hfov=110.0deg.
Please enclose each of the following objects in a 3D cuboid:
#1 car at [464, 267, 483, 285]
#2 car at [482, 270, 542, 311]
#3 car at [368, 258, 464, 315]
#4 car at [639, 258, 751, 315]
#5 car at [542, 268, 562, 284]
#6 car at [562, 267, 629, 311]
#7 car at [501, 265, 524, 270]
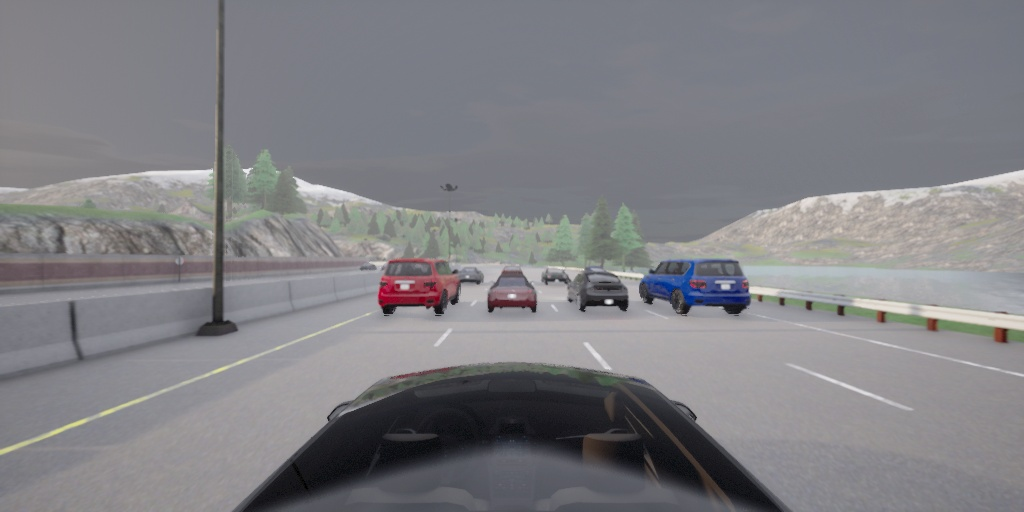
[{"bbox_3d":[-3.485,1.628,30.163,1.994,1.385,4.181,0,-1,0],"label":"car"},{"bbox_3d":[0.018,1.463,15.215,1.994,1.385,4.181,0,-1,0],"label":"car"},{"bbox_3d":[-3.490,1.115,14.406,2.150,2.045,5.566,0,0,0],"label":"car"},{"bbox_3d":[7.010,1.115,14.418,2.150,2.045,5.566,0,0,0],"label":"car"},{"bbox_3d":[3.513,1.664,30.074,1.895,1.301,4.718,0,-1,0],"label":"car"},{"bbox_3d":[3.518,1.407,15.350,1.837,1.490,4.892,0,0,0],"label":"car"},{"bbox_3d":[0.022,1.551,31.065,1.882,1.535,5.008,0,0,0],"label":"car"}]
